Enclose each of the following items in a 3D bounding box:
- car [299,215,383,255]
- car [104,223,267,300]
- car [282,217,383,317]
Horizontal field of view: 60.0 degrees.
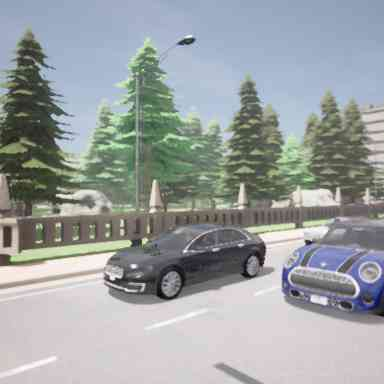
[{"bbox_3d":[6.955,1.824,15.116,4.718,1.301,1.895,1,-1,-42],"label":"car"},{"bbox_3d":[0.058,1.651,8.934,4.892,1.490,1.837,1,-1,-42],"label":"car"},{"bbox_3d":[4.081,1.468,7.842,4.553,1.767,2.097,1,-1,-42],"label":"car"}]
